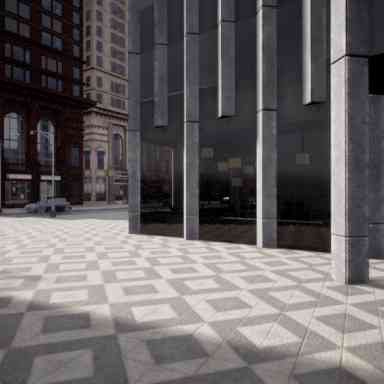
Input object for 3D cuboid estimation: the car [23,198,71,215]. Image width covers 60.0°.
[{"bbox_3d":[-15.033,1.415,34.652,2.097,1.767,4.553,0,0,36],"label":"car"}]
